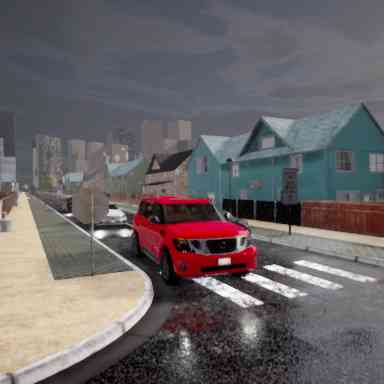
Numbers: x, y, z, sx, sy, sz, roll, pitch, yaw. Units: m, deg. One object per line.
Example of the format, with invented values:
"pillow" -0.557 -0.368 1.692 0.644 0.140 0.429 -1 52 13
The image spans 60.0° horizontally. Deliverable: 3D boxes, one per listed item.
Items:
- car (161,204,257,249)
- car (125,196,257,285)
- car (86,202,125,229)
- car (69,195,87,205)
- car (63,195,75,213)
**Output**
"car" 0.518 1.419 15.358 2.033 1.411 5.357 -1 1 -27
"car" -0.301 1.174 9.973 2.150 2.045 5.566 -1 1 -22
"car" -5.540 1.378 21.021 1.812 1.442 4.674 -1 1 -27
"car" -17.617 1.128 51.253 1.994 1.385 4.181 -1 1 -27
"car" -11.768 1.250 33.383 1.837 1.490 4.892 -1 1 -27
